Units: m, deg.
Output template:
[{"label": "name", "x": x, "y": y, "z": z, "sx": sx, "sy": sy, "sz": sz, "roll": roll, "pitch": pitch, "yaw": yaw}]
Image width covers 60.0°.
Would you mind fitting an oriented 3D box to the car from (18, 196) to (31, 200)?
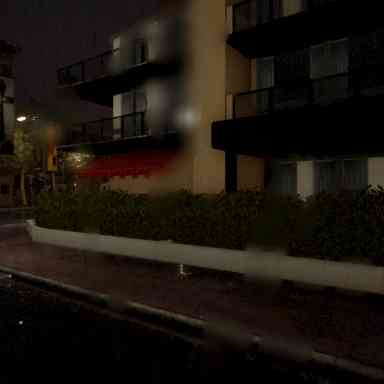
[{"label": "car", "x": -35.664, "y": 1.481, "z": 67.686, "sx": 4.892, "sy": 1.521, "sz": 2.231, "roll": 0, "pitch": 0, "yaw": 36}]
